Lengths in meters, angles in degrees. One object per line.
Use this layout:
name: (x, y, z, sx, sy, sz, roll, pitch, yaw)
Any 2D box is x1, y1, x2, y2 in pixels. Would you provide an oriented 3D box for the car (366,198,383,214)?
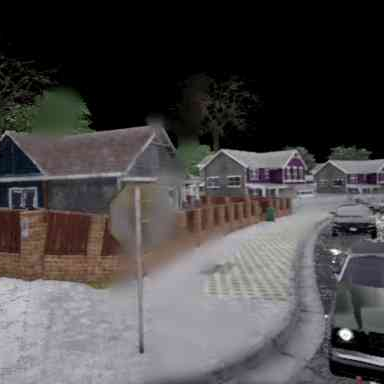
car: (17.189, 1.309, 31.565, 1.994, 1.385, 4.181, -1, 0, 39)

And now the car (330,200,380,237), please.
car: (8.222, 1.367, 16.979, 1.882, 1.535, 5.008, -1, 0, 26)

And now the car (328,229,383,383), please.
car: (3.226, 1.583, 5.195, 1.895, 1.301, 4.718, -1, 0, 26)
